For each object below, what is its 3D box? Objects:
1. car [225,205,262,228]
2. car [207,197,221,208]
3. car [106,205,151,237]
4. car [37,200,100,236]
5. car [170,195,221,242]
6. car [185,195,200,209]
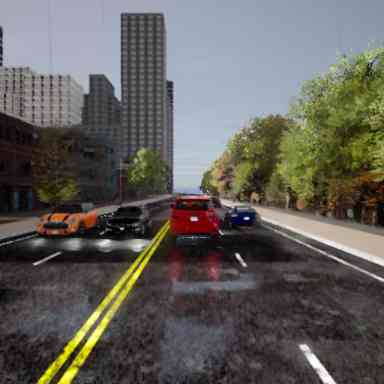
[{"bbox_3d":[3.334,1.569,22.247,1.994,1.385,4.181,0,0,0],"label":"car"},{"bbox_3d":[3.312,1.507,50.392,1.837,1.490,4.892,0,0,0],"label":"car"},{"bbox_3d":[-3.357,1.508,18.298,1.837,1.490,4.892,0,0,0],"label":"car"},{"bbox_3d":[-6.607,1.355,18.294,2.097,1.767,4.553,0,0,0],"label":"car"},{"bbox_3d":[0.087,1.225,16.560,2.150,2.045,5.566,0,0,0],"label":"car"},{"bbox_3d":[0.066,1.355,46.454,2.097,1.767,4.553,0,0,0],"label":"car"}]
